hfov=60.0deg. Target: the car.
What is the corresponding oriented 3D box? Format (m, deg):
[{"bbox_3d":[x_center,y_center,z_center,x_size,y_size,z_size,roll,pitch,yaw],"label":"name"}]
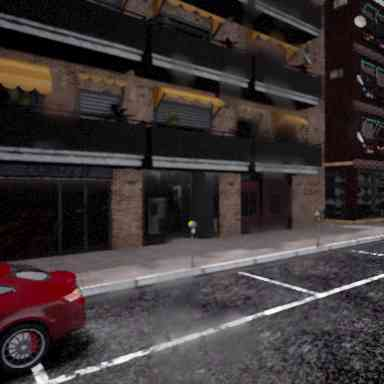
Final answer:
[{"bbox_3d":[-3.477,1.587,4.079,4.206,1.307,1.802,-1,1,-36],"label":"car"}]
